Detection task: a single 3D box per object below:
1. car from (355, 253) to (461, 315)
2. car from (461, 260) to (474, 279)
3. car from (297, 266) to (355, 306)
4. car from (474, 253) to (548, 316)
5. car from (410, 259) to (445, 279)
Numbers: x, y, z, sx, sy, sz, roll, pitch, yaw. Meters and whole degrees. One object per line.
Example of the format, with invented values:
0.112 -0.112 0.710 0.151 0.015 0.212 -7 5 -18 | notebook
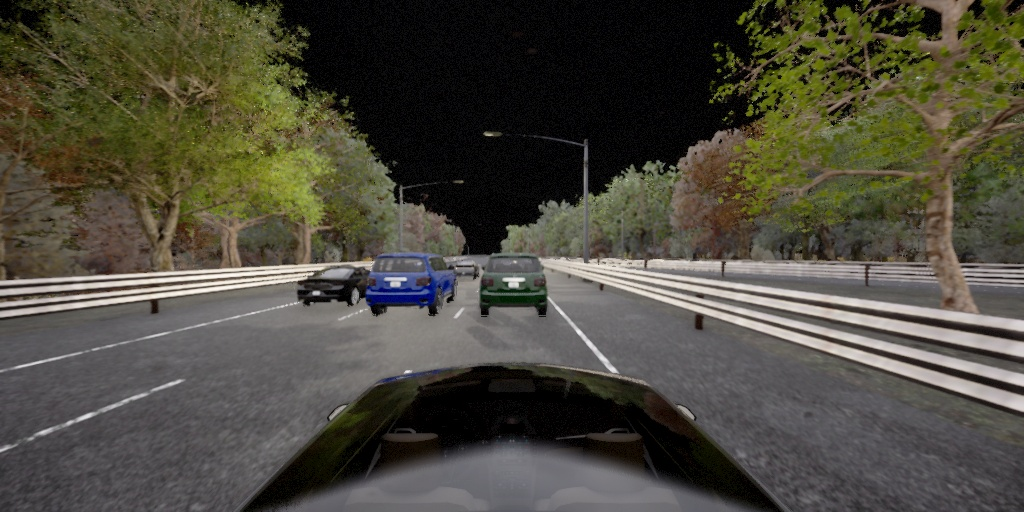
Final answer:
-3.467 0.911 13.283 2.150 2.045 5.566 0 0 0 | car
-3.691 1.106 29.489 2.128 1.511 4.902 0 0 -1 | car
-6.985 1.158 15.239 1.882 1.535 5.008 0 0 0 | car
0.035 0.911 13.145 2.150 2.045 5.566 0 0 0 | car
-7.222 1.086 31.109 1.882 1.535 5.008 0 0 -1 | car
